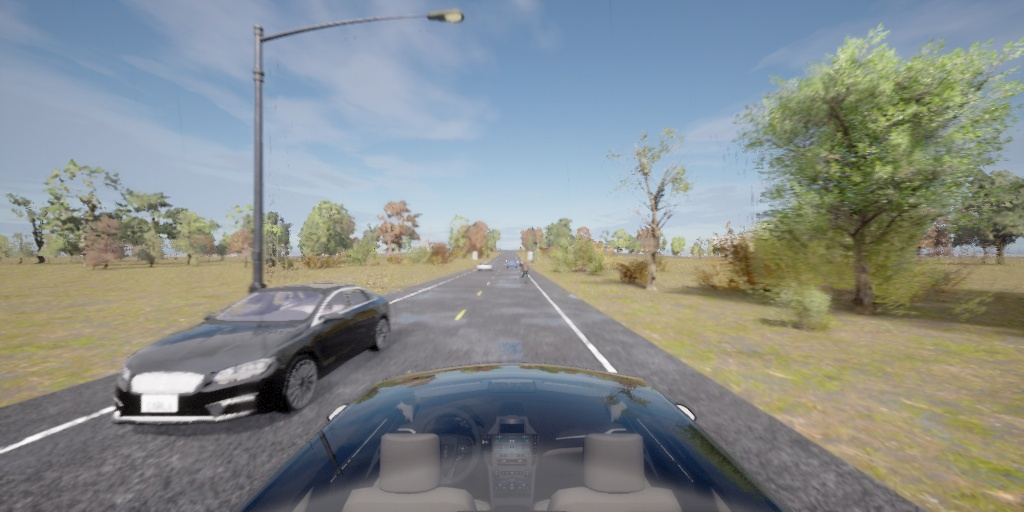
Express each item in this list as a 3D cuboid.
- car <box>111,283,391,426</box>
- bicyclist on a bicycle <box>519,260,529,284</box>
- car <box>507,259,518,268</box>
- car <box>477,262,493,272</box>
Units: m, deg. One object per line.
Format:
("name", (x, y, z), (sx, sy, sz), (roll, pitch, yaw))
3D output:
("car", (-3.603, 1.250, 6.118), (2.128, 1.511, 4.902), (0, 0, 0))
("bicyclist on a bicycle", (0.953, 1.245, 25.289), (0.582, 1.620, 1.656), (0, -1, 0))
("car", (0.005, 1.406, 64.212), (2.033, 1.411, 5.357), (0, 0, 1))
("car", (-3.572, 1.431, 48.007), (1.895, 1.301, 4.718), (0, 0, 0))
